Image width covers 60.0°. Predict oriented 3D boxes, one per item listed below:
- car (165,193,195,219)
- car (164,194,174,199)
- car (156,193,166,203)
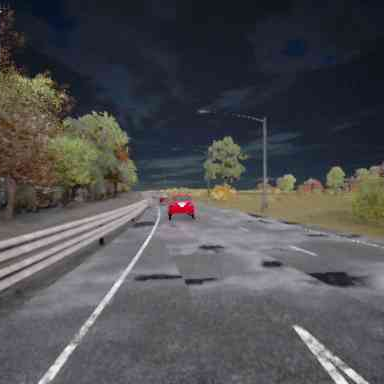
[{"bbox_3d":[-1.006,1.174,28.951,2.150,2.045,5.566,0,0,-5],"label":"car"},{"bbox_3d":[-6.500,1.237,93.510,2.128,1.511,4.902,0,0,-9],"label":"car"},{"bbox_3d":[-5.234,1.320,62.990,1.882,1.535,5.008,0,0,-9],"label":"car"}]
